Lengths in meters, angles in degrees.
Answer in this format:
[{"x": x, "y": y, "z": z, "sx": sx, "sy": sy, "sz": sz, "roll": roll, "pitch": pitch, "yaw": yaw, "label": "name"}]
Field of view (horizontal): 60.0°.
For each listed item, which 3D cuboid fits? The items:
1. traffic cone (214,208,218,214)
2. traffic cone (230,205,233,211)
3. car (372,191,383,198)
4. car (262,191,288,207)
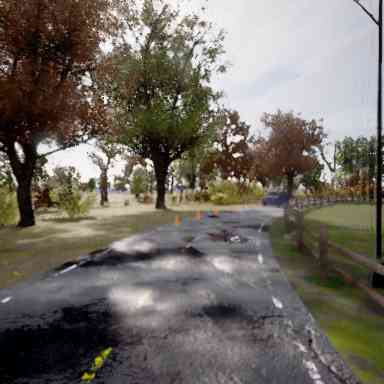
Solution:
[{"x": 2.220, "y": 1.724, "z": 30.938, "sx": 0.340, "sy": 0.580, "sz": 0.340, "roll": 1, "pitch": 1, "yaw": 21, "label": "traffic cone"}, {"x": 4.240, "y": 1.686, "z": 35.668, "sx": 0.340, "sy": 0.580, "sz": 0.340, "roll": 1, "pitch": 1, "yaw": 25, "label": "traffic cone"}, {"x": 42.809, "y": 0.543, "z": 75.258, "sx": 4.674, "sy": 1.442, "sz": 1.812, "roll": -1, "pitch": 1, "yaw": -28, "label": "car"}, {"x": 11.037, "y": 0.880, "z": 43.785, "sx": 2.150, "sy": 2.045, "sz": 5.566, "roll": 1, "pitch": 1, "yaw": 32, "label": "car"}]
